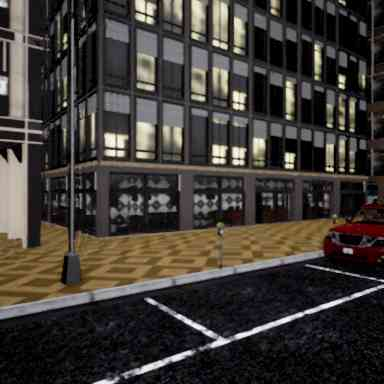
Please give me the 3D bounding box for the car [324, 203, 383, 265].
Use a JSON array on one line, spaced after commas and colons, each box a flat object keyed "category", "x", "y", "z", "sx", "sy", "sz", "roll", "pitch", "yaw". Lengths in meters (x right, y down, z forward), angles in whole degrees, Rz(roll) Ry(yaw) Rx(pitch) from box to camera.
[{"category": "car", "x": 6.368, "y": 1.311, "z": 10.697, "sx": 5.009, "sy": 1.841, "sz": 2.192, "roll": 0, "pitch": 0, "yaw": -36}]
